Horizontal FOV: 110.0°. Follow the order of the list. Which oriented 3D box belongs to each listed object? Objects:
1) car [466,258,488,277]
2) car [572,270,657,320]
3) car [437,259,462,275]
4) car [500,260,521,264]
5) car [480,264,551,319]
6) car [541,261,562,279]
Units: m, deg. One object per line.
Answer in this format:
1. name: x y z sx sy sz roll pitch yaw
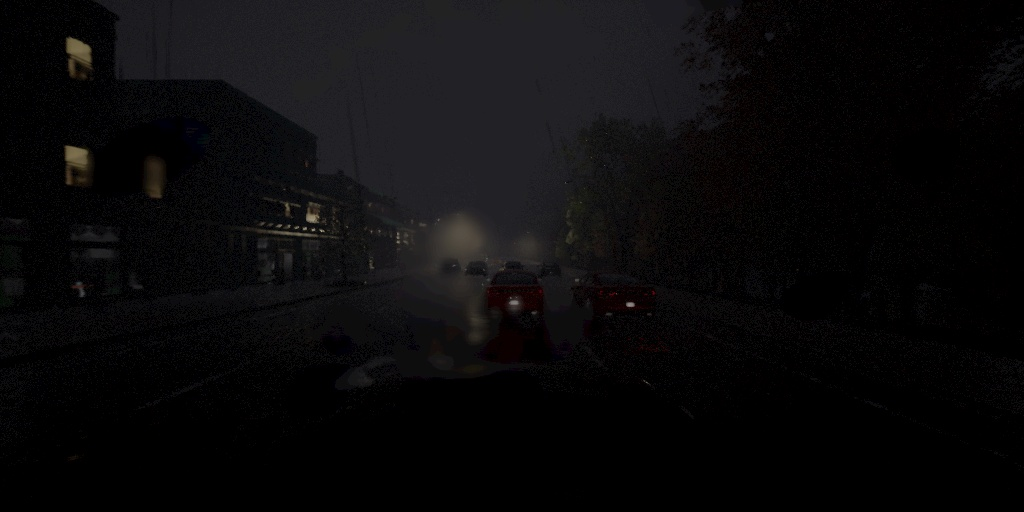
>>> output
1. car: -3.350 1.218 35.067 1.882 1.535 5.008 0 0 0
2. car: 3.348 1.225 12.611 1.882 1.535 5.008 0 0 0
3. car: -6.597 1.091 38.162 2.097 1.767 4.553 0 0 0
4. car: 0.095 1.246 32.684 1.837 1.490 4.892 0 0 0
5. car: 0.097 1.225 12.818 1.882 1.535 5.008 0 0 0
6. car: 3.345 1.233 32.340 2.128 1.511 4.902 0 0 0
